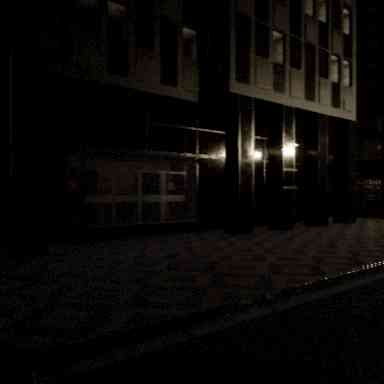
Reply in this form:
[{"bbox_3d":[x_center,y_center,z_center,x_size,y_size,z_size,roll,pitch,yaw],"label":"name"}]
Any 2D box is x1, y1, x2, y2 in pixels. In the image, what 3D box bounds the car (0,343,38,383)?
[{"bbox_3d":[-2.822,1.566,1.349,4.181,1.385,1.994,0,0,-35],"label":"car"}]
